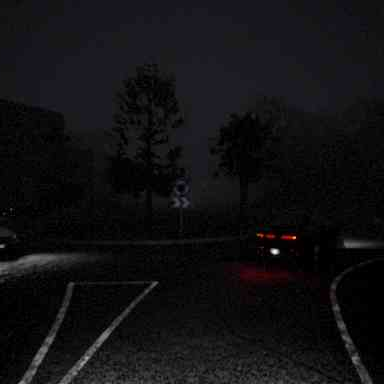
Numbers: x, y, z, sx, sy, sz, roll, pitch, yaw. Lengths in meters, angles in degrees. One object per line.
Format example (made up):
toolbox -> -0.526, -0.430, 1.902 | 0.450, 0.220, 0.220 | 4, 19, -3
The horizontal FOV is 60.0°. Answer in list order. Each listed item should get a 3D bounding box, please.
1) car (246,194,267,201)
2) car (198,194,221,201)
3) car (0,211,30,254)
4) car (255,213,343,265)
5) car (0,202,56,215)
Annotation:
car -> 17.767, 1.723, 89.317 | 4.553, 1.767, 2.185 | 0, 0, 0
car -> 5.214, 1.585, 91.993 | 5.566, 2.045, 2.435 | 0, 0, 0
car -> -8.449, 1.546, 12.426 | 4.674, 1.442, 1.812 | 0, 0, 30
car -> 3.923, 1.502, 11.857 | 1.837, 1.490, 4.892 | -1, 0, 37
car -> -14.536, 1.484, 29.475 | 1.895, 1.301, 4.718 | 0, 0, 25
